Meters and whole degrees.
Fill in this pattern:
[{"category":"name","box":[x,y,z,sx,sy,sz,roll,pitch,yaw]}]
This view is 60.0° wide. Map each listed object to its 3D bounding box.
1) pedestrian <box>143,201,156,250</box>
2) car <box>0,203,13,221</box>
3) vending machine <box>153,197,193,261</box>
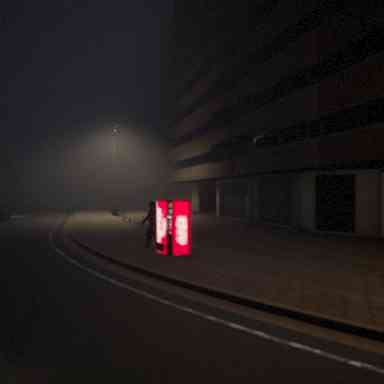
[{"category":"pedestrian","box":[-1.450,1.194,12.162,0.375,1.860,0.375,0,0,-36]},{"category":"car","box":[-16.292,1.573,27.463,1.812,1.442,4.674,0,0,-19]},{"category":"vending machine","box":[-0.678,1.250,11.810,1.100,2.100,0.880,1,0,-37]}]
